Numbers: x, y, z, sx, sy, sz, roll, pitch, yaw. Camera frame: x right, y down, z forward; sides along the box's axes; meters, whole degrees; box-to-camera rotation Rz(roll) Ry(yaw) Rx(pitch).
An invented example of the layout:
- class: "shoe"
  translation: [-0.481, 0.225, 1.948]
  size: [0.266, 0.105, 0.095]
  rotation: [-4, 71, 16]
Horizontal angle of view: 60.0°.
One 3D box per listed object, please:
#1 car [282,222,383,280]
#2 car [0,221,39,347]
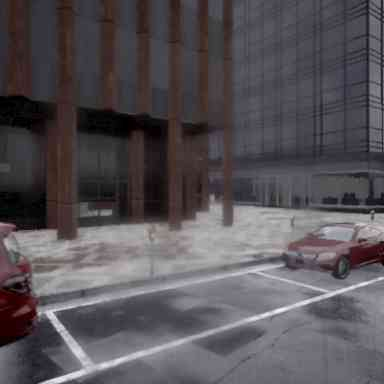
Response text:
- class: "car"
  translation: [4.498, 1.565, 9.857]
  size: [4.206, 1.307, 1.802]
  rotation: [0, 0, -35]
- class: "car"
  translation: [-4.357, 1.318, 3.542]
  size: [5.009, 1.841, 2.192]
  rotation: [0, 0, -35]
